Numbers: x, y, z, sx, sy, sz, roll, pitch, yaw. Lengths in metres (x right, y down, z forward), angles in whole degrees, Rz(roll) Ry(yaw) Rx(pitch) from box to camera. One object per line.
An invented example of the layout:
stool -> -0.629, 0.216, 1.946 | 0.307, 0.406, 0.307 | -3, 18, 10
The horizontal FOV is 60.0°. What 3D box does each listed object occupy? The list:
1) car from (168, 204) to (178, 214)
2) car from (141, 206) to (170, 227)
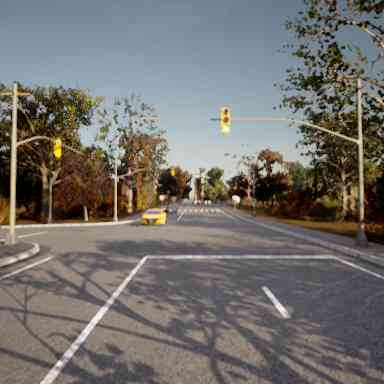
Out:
car -> -3.312, 2.773, 54.710 | 2.128, 1.511, 4.902 | 0, 0, 1
car -> -3.433, 2.318, 30.537 | 1.882, 1.535, 5.008 | 0, -3, 0
